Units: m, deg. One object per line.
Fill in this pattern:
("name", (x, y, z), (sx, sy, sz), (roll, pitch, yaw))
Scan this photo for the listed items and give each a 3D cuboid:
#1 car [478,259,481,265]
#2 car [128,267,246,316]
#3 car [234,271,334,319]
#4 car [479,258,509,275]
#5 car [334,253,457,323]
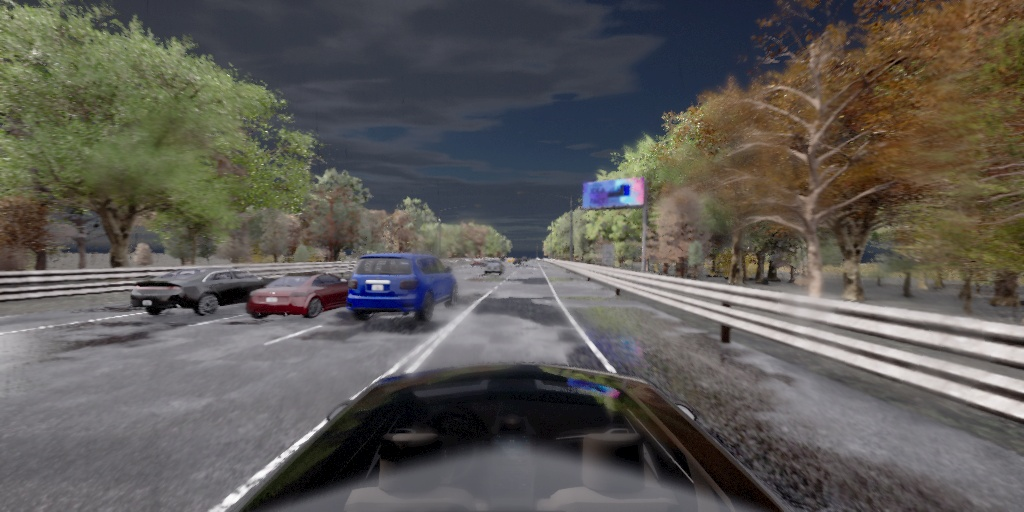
("car", (-3.873, 1.202, 60.127), (2.128, 1.511, 4.902), (1, 0, 4))
("car", (-10.404, 1.151, 12.801), (2.128, 1.511, 4.902), (1, 0, 4))
("car", (-6.916, 1.255, 12.510), (1.994, 1.385, 4.181), (1, 0, 4))
("car", (-1.793, 1.277, 37.857), (2.033, 1.411, 5.357), (1, 0, 4))
("car", (-3.428, 0.943, 12.277), (2.150, 2.045, 5.566), (0, 0, 4))
